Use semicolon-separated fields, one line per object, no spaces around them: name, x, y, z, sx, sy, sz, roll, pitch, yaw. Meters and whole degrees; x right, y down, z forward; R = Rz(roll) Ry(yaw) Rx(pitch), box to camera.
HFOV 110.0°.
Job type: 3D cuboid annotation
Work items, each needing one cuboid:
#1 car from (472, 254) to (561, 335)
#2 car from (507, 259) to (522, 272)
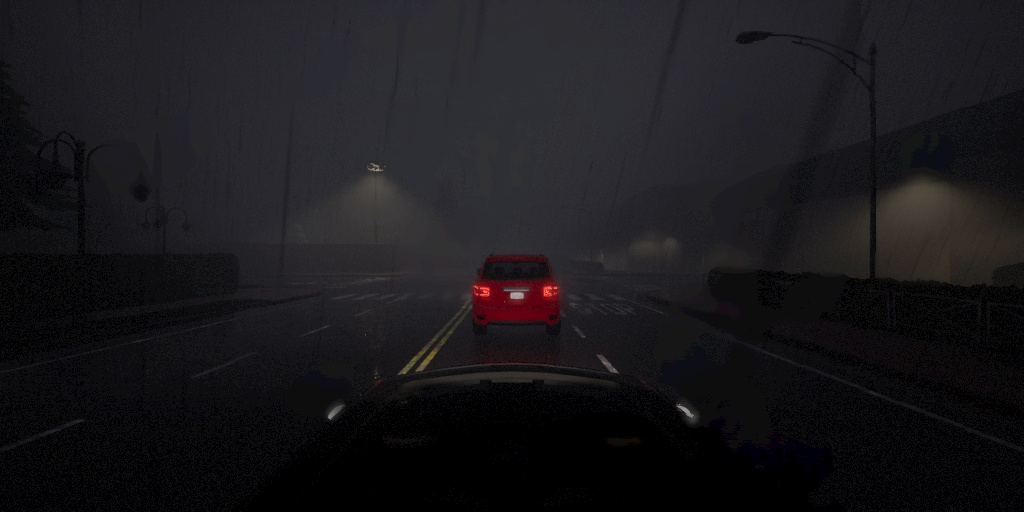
car;0.117;0.971;10.625;2.150;2.045;5.566;0;0;0
car;0.348;1.228;46.364;1.882;1.535;5.008;0;0;1
